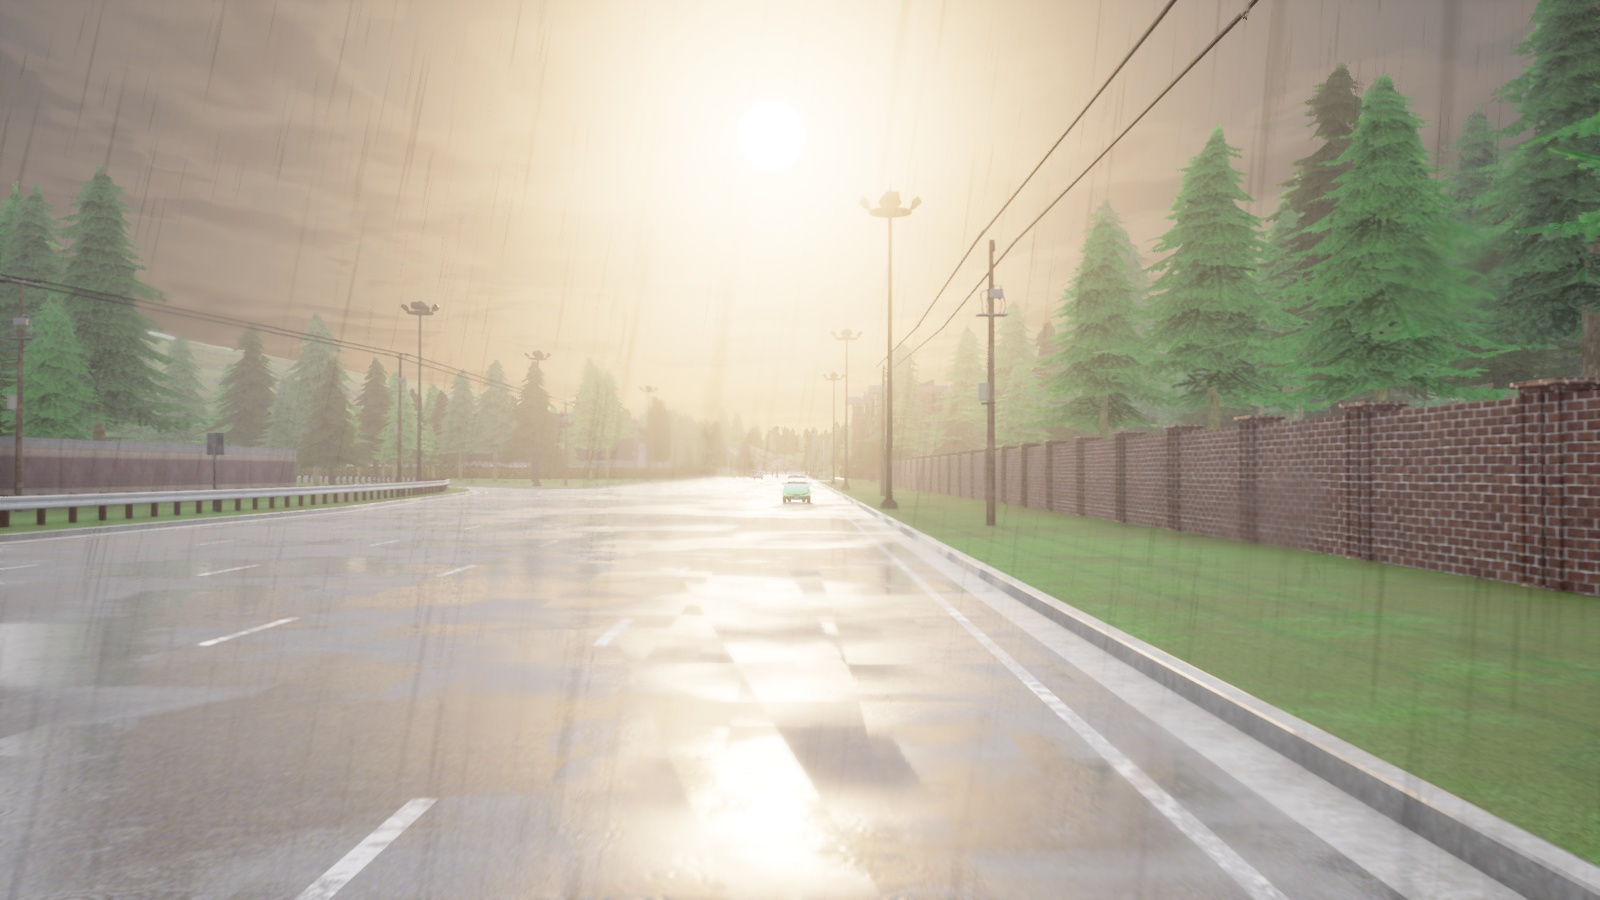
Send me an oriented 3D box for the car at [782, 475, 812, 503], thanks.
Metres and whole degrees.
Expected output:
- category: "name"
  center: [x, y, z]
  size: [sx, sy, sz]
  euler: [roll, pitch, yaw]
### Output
- category: "car"
  center: [-0.149, 1.909, 62.063]
  size: [1.481, 1.376, 2.207]
  euler: [0, -1, 0]
